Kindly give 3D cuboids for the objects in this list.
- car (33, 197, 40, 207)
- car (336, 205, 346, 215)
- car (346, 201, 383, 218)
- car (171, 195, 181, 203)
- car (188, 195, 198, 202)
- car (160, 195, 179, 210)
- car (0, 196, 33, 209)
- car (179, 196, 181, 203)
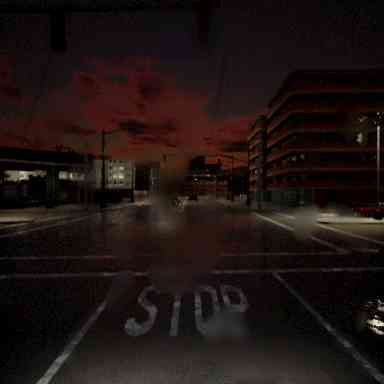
[{"bbox_3d":[-24.017,1.436,47.885,3.806,1.475,1.970,0,0,1],"label":"car"},{"bbox_3d":[16.226,1.551,32.200,4.181,1.385,1.994,0,0,1],"label":"car"},{"bbox_3d":[16.308,1.589,28.717,4.718,1.301,1.895,0,0,-3],"label":"car"},{"bbox_3d":[-3.251,1.450,67.815,1.882,1.535,5.008,0,0,0],"label":"car"},{"bbox_3d":[0.227,1.318,72.238,1.837,1.490,4.892,0,0,0],"label":"car"},{"bbox_3d":[-3.087,1.487,43.568,1.837,1.490,4.892,0,0,-1],"label":"car"},{"bbox_3d":[-23.302,1.278,42.134,4.611,1.667,2.242,0,0,1],"label":"car"},{"bbox_3d":[-3.199,1.331,52.925,2.097,1.767,4.553,0,0,0],"label":"car"}]
